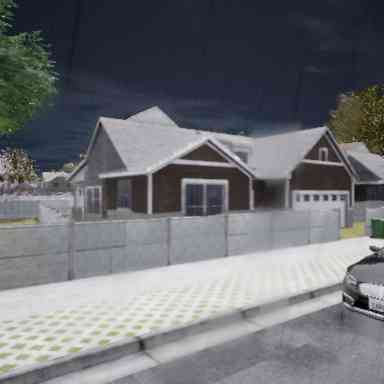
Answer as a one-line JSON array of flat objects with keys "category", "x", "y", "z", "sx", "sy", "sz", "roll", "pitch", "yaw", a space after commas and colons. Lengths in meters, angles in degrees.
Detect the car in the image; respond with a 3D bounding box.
[{"category": "car", "x": 4.909, "y": 1.503, "z": 6.571, "sx": 4.902, "sy": 1.511, "sz": 2.128, "roll": 0, "pitch": 0, "yaw": -36}]
